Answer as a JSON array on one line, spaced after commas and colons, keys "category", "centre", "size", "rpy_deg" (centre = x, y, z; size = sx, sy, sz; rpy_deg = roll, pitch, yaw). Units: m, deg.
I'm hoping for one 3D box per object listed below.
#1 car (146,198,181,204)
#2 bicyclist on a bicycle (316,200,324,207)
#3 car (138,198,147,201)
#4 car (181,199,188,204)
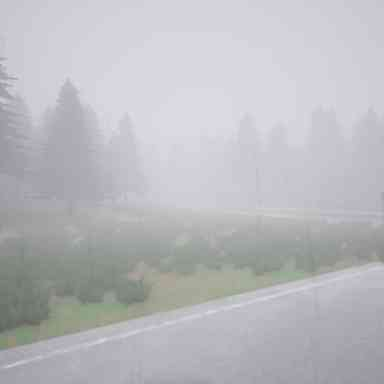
[{"category": "car", "centre": [-4.319, 1.836, 49.953], "size": [2.033, 1.411, 5.357], "rpy_deg": [0, 0, -35]}, {"category": "bicyclist on a bicycle", "centre": [14.024, 1.621, 36.309], "size": [1.656, 1.620, 0.582], "rpy_deg": [-11, 6, -35]}, {"category": "car", "centre": [-8.652, 1.815, 62.139], "size": [1.837, 1.490, 4.892], "rpy_deg": [0, 0, -36]}, {"category": "car", "centre": [-2.582, 1.800, 53.725], "size": [2.128, 1.511, 4.902], "rpy_deg": [0, 0, -35]}]
